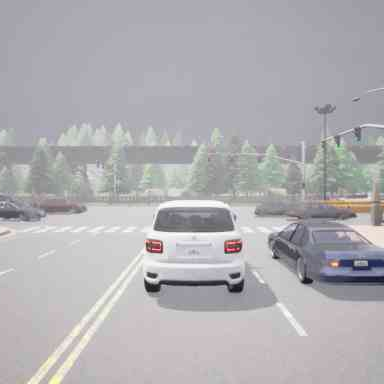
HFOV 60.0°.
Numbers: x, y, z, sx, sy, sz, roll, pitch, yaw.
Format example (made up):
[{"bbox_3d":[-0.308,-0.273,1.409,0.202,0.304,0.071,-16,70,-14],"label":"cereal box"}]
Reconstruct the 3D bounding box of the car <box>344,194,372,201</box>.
[{"bbox_3d":[21.120,1.221,44.210,5.566,2.045,2.150,0,0,0],"label":"car"}]

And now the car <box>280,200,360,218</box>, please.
[{"bbox_3d":[10.179,1.547,26.571,5.357,1.411,2.033,0,0,0],"label":"car"}]

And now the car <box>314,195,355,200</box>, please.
[{"bbox_3d":[16.677,1.491,40.734,4.902,1.511,2.128,0,0,0],"label":"car"}]

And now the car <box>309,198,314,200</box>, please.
[{"bbox_3d":[9.215,1.491,33.578,4.902,1.511,2.128,0,0,0],"label":"car"}]

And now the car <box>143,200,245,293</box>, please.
[{"bbox_3d":[0.068,1.221,9.018,2.150,2.045,5.566,0,0,1],"label":"car"}]

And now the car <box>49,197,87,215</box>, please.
[{"bbox_3d":[-13.053,1.351,33.705,4.553,1.767,2.097,0,0,0],"label":"car"}]

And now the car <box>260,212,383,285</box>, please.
[{"bbox_3d":[3.577,1.547,9.506,2.033,1.411,5.357,0,0,0],"label":"car"}]

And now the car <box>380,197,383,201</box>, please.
[{"bbox_3d":[26.180,1.477,40.687,5.008,1.535,1.882,0,0,0],"label":"car"}]

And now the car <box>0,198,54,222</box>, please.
[{"bbox_3d":[-13.805,1.491,25.957,4.902,1.511,2.128,0,0,13],"label":"car"}]

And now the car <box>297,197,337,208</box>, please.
[{"bbox_3d":[17.834,1.477,47.728,5.008,1.535,1.882,0,0,0],"label":"car"}]

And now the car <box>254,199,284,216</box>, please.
[{"bbox_3d":[7.764,1.563,30.085,4.181,1.385,1.994,0,0,0],"label":"car"}]

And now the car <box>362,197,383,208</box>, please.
[{"bbox_3d":[27.327,1.504,47.680,4.892,1.490,1.837,0,0,0],"label":"car"}]

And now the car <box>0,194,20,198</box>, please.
[{"bbox_3d":[-16.841,1.222,30.225,5.566,2.045,2.150,0,0,0],"label":"car"}]
